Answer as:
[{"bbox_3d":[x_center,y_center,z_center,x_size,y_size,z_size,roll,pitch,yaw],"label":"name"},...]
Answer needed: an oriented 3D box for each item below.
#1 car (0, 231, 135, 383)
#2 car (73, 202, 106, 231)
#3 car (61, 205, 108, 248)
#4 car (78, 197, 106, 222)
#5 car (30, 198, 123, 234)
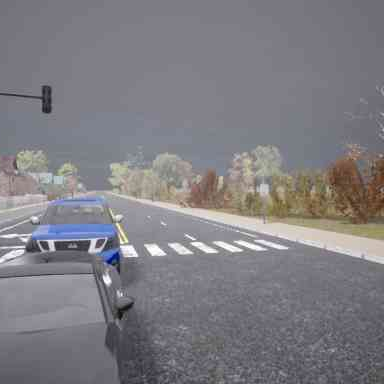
[{"bbox_3d":[-1.705,1.524,3.878,1.812,1.442,4.674,0,0,-13],"label":"car"},{"bbox_3d":[-6.625,1.468,21.769,1.882,1.535,5.008,0,0,-16],"label":"car"},{"bbox_3d":[-5.039,1.499,16.028,1.837,1.490,4.892,0,0,-15],"label":"car"},{"bbox_3d":[-8.202,1.338,27.498,2.097,1.767,4.553,0,0,-15],"label":"car"},{"bbox_3d":[-3.363,1.218,9.962,2.150,2.045,5.566,0,0,-15],"label":"car"}]
